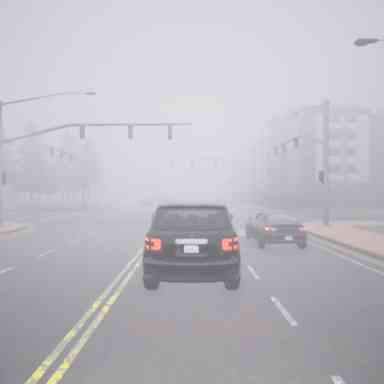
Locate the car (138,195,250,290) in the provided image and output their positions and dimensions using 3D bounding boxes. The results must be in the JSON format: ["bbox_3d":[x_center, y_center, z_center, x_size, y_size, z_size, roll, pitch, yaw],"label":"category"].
[{"bbox_3d":[0.002,1.212,9.199,2.150,2.045,5.566,0,0,0],"label":"car"}]

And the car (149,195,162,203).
[{"bbox_3d":[-7.361,1.420,68.130,2.128,1.511,4.902,0,0,0],"label":"car"}]

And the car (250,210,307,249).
[{"bbox_3d":[3.507,1.511,14.366,1.812,1.442,4.674,0,0,0],"label":"car"}]

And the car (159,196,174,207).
[{"bbox_3d":[-3.845,1.425,50.484,1.882,1.535,5.008,0,1,0],"label":"car"}]

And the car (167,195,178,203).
[{"bbox_3d":[-3.873,1.408,66.377,1.882,1.535,5.008,0,0,0],"label":"car"}]

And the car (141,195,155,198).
[{"bbox_3d":[-7.348,1.422,53.044,1.882,1.535,5.008,0,0,-1],"label":"car"}]
